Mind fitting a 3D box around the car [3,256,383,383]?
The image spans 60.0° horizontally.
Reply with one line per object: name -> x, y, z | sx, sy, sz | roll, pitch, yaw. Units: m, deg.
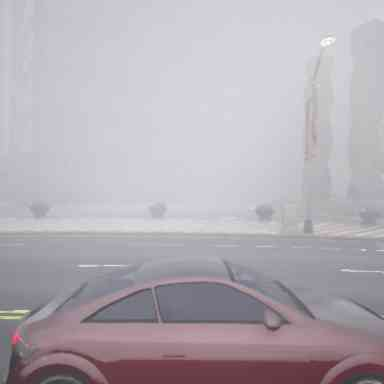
car -> 0.261, 1.505, 3.796 | 4.181, 1.385, 1.994 | 1, 1, -2
